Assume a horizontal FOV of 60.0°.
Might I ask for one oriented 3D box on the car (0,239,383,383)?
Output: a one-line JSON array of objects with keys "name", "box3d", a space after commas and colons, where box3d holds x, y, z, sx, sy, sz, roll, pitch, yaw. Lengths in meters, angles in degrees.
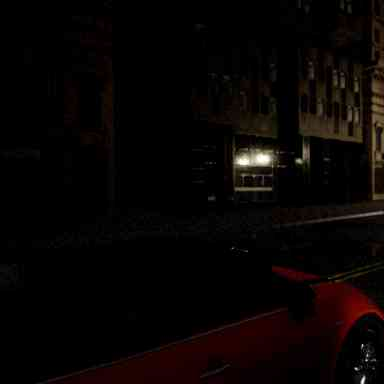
[{"name": "car", "box3d": [0.038, 1.301, 3.442, 4.553, 1.767, 2.097, -2, 1, -35]}]
